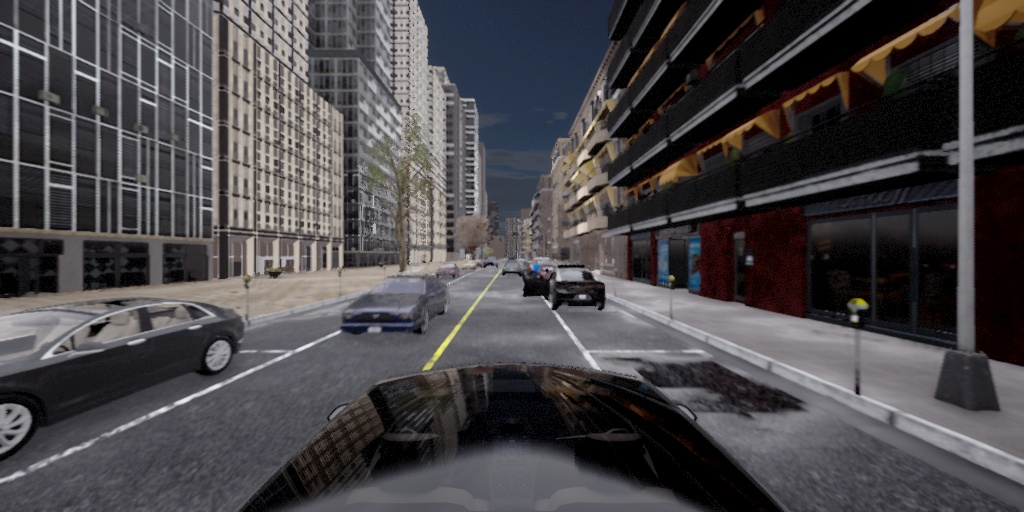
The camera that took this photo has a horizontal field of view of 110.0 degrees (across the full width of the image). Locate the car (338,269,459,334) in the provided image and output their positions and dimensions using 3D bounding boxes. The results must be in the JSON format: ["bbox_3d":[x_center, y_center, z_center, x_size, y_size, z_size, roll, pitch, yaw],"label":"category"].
[{"bbox_3d":[-3.104,1.278,10.762,2.033,1.411,5.357,0,0,0],"label":"car"}]

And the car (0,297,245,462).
[{"bbox_3d":[-5.693,1.294,4.734,2.007,1.370,4.403,0,0,0],"label":"car"}]

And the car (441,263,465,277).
[{"bbox_3d":[-5.701,1.275,32.397,1.802,1.307,4.207,0,0,0],"label":"car"}]

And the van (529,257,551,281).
[{"bbox_3d":[2.679,1.034,32.399,1.690,1.789,3.998,0,0,0],"label":"van"}]

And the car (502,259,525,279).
[{"bbox_3d":[0.007,1.251,36.357,1.994,1.385,4.181,0,0,1],"label":"car"}]

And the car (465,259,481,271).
[{"bbox_3d":[-5.706,1.194,48.824,1.751,1.417,4.829,0,0,0],"label":"car"}]

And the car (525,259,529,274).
[{"bbox_3d":[2.677,1.125,37.932,1.967,1.591,4.097,0,0,0],"label":"car"}]

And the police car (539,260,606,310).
[{"bbox_3d":[2.362,1.148,14.579,1.930,1.638,5.238,0,0,0],"label":"police car"}]

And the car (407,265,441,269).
[{"bbox_3d":[-5.698,1.236,21.161,1.751,1.417,4.829,0,0,0],"label":"car"}]

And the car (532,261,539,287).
[{"bbox_3d":[2.681,1.284,26.867,1.802,1.307,4.207,0,0,0],"label":"car"}]

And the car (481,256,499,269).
[{"bbox_3d":[-3.016,0.825,52.241,2.097,1.767,4.553,0,0,0],"label":"car"}]
